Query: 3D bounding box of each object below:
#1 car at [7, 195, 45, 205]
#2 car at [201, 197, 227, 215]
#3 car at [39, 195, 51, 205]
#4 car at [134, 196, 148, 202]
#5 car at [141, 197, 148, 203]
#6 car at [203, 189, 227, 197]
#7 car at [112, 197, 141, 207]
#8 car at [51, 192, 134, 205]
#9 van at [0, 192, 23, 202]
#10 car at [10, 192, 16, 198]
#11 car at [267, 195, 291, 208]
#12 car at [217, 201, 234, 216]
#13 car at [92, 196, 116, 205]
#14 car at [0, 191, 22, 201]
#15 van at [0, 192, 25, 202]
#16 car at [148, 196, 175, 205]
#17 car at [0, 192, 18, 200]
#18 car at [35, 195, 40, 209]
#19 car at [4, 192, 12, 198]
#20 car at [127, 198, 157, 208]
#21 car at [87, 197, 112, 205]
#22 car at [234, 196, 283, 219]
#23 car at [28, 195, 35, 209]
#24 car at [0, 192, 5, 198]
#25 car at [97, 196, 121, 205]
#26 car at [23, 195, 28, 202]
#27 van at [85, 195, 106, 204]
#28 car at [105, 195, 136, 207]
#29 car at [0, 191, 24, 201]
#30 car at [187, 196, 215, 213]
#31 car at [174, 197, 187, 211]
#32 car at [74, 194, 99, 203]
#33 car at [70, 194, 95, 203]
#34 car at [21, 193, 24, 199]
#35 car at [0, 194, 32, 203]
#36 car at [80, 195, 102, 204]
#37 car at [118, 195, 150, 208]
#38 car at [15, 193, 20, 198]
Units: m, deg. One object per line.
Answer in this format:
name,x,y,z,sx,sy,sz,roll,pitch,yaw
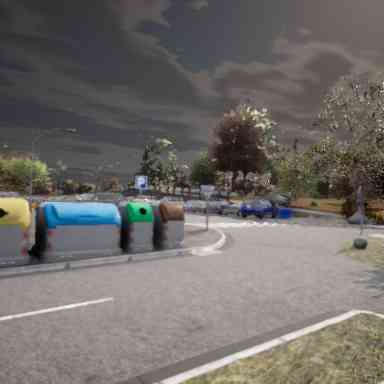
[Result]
car,-26.287,1.263,52.826,2.163,1.488,4.792,0,-1,35
car,3.582,1.839,39.591,2.185,1.767,4.553,1,-2,35
car,-11.035,1.252,30.977,2.231,1.521,4.892,0,-1,35
car,-6.770,1.704,54.501,2.435,2.045,5.566,1,-2,35
car,-5.086,1.984,51.965,2.163,1.488,4.792,2,-2,35
car,3.615,0.262,51.762,1.837,1.490,4.892,3,2,-35
car,-12.102,1.934,61.743,1.946,1.575,5.366,2,-2,35
car,-7.642,1.004,26.109,2.435,2.045,5.566,1,-1,35
van,-38.230,0.986,69.676,1.878,1.987,4.442,1,-1,35
car,-21.307,1.231,45.371,1.946,1.575,5.366,1,-1,35
car,10.247,1.088,42.146,1.837,1.490,4.892,3,3,-35
car,5.334,1.970,37.139,2.231,1.521,4.892,2,-2,35
car,-18.954,1.811,71.784,2.185,1.767,4.553,1,-2,35
car,-41.546,0.959,74.650,2.435,2.045,5.566,0,-1,35
van,-36.534,0.989,67.251,1.878,1.987,4.442,1,-1,35
car,-3.337,1.706,49.498,2.435,2.045,5.566,2,-2,35
car,-44.957,0.951,79.445,2.435,2.045,5.566,1,-1,35
car,-12.744,1.123,33.382,2.185,1.767,4.553,0,-1,35
car,-24.698,1.227,50.220,1.946,1.575,5.366,1,-1,35
car,-8.549,1.952,56.944,2.231,1.521,4.892,1,-2,35
car,-20.654,1.937,74.281,2.231,1.521,4.892,2,-2,35
car,7.080,1.721,34.694,2.435,2.045,5.566,1,-2,35
car,-14.324,1.249,35.984,1.946,1.575,5.366,0,-1,35
car,-31.401,1.100,60.051,2.185,1.767,4.553,0,-1,35
car,-17.210,1.813,69.307,2.185,1.767,4.553,1,-2,35
car,-16.118,1.246,38.248,2.231,1.521,4.892,0,-1,35
van,-22.320,1.713,76.859,1.878,1.987,4.442,1,-2,35
car,-13.704,1.696,64.406,2.435,2.045,5.566,1,-2,35
car,-39.851,0.962,72.225,2.435,2.045,5.566,0,-1,35
car,1.890,1.841,42.115,2.185,1.767,4.553,2,-2,35
car,0.150,1.838,44.592,2.185,1.767,4.553,2,-2,35
car,-25.853,1.675,81.687,2.435,2.045,5.566,2,-2,35
car,-27.574,1.674,84.218,2.435,2.045,5.566,1,-2,35
car,-17.827,1.272,40.651,2.163,1.488,4.792,1,-1,35
car,-33.086,1.225,62.503,2.231,1.521,4.892,1,-1,35
car,-24.096,1.806,79.257,2.185,1.767,4.553,2,-2,35
car,-10.277,1.697,59.404,2.435,2.045,5.566,2,-2,35
car,-19.505,1.241,43.098,2.097,1.535,5.008,0,-1,35
